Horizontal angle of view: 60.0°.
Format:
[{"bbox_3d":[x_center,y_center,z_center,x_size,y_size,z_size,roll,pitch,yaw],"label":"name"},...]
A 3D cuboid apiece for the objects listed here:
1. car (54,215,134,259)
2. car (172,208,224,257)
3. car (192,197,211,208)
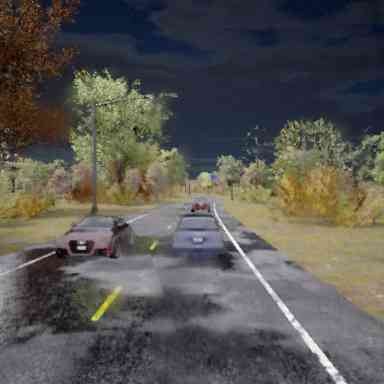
[{"bbox_3d":[-3.468,1.575,12.511,1.994,1.385,4.181,0,0,1],"label":"car"},{"bbox_3d":[0.232,1.562,13.046,2.033,1.411,5.357,0,0,1],"label":"car"},{"bbox_3d":[1.082,1.386,38.576,2.097,1.767,4.553,0,0,3],"label":"car"}]
